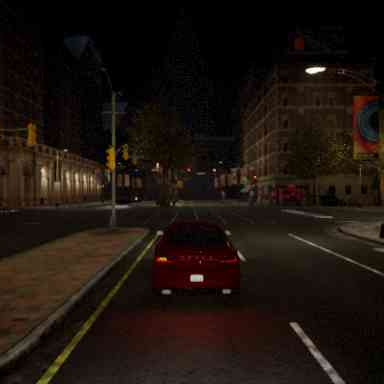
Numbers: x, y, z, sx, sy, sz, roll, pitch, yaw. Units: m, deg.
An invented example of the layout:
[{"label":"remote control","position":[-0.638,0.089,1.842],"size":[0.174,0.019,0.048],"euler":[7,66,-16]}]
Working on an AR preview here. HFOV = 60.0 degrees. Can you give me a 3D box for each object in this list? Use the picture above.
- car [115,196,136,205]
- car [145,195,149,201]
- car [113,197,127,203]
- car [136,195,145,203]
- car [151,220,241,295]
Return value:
[{"label":"car","position":[-11.751,1.633,58.847],"size":[1.895,1.301,4.718],"euler":[0,0,0]},{"label":"car","position":[-11.771,1.522,81.876],"size":[1.882,1.535,5.008],"euler":[0,0,0]},{"label":"car","position":[-14.977,1.632,68.976],"size":[1.895,1.301,4.718],"euler":[0,0,0]},{"label":"car","position":[-11.728,1.578,69.252],"size":[2.033,1.411,5.357],"euler":[0,0,0]},{"label":"car","position":[0.054,1.482,8.774],"size":[1.882,1.535,5.008],"euler":[0,0,-1]}]
